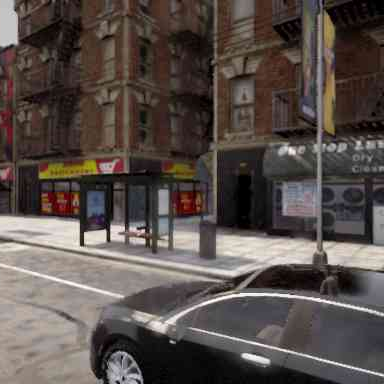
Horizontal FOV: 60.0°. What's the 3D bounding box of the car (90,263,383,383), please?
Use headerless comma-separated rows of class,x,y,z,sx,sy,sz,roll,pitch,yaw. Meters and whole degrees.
car,1.037,1.503,3.253,4.892,1.490,1.837,0,0,35
